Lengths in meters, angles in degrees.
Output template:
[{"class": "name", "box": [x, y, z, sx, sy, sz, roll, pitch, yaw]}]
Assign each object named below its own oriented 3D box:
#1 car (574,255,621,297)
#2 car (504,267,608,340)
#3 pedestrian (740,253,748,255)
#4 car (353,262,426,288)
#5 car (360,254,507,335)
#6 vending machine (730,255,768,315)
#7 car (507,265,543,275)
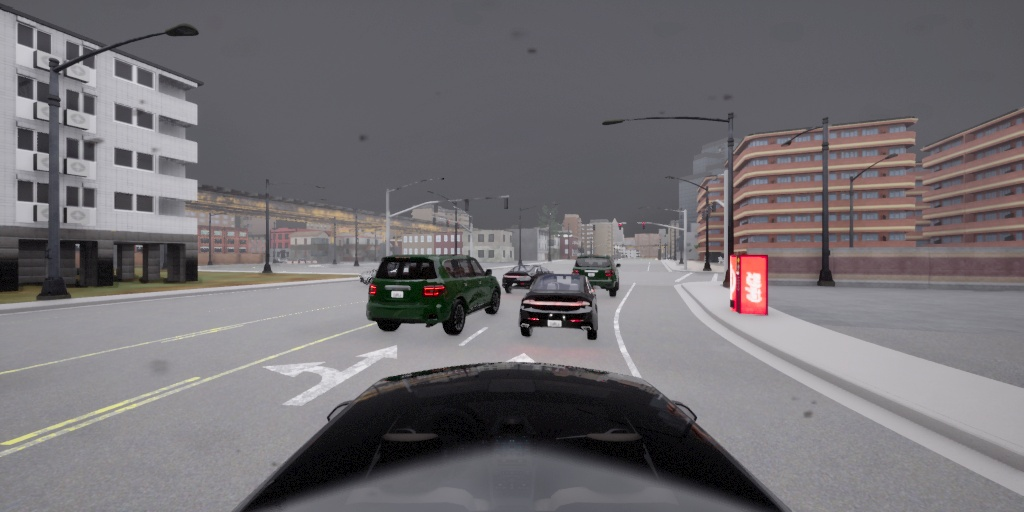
[{"class": "car", "box": [4.572, 0.971, 19.341, 2.150, 2.045, 5.566, 0, 0, 19]}, {"class": "car", "box": [1.444, 1.241, 10.101, 2.128, 1.511, 4.902, 0, 0, 12]}, {"class": "pedestrian", "box": [8.055, 0.795, 12.467, 0.375, 1.860, 0.375, 0, 0, 21]}, {"class": "car", "box": [-8.392, 1.242, 25.104, 2.128, 1.511, 4.902, 0, 0, 22]}, {"class": "car", "box": [-1.988, 0.971, 10.814, 2.150, 2.045, 5.566, 0, 0, 14]}, {"class": "vending machine", "box": [7.821, 0.945, 11.848, 1.100, 2.100, 0.880, 0, 0, 20]}, {"class": "car", "box": [1.124, 1.241, 20.177, 2.128, 1.511, 4.902, 0, 0, 24]}]
